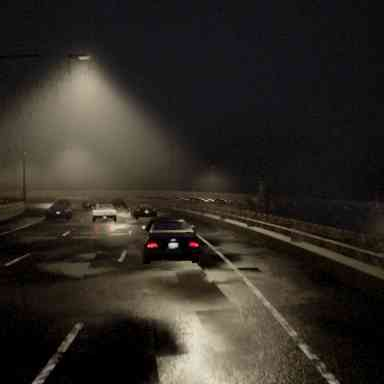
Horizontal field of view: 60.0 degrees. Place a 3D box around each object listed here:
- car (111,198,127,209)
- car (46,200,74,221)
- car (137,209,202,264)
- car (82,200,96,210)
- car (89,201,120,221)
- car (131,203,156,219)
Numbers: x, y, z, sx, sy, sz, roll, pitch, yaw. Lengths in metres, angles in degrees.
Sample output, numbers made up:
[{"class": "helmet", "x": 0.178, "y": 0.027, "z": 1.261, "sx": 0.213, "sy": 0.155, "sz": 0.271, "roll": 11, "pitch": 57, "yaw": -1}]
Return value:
[{"class": "car", "x": -10.505, "y": 1.664, "z": 46.710, "sx": 1.837, "sy": 1.490, "sz": 4.892, "roll": 0, "pitch": 0, "yaw": -24}, {"class": "car", "x": -11.489, "y": 1.683, "z": 29.101, "sx": 1.994, "sy": 1.385, "sz": 4.181, "roll": 0, "pitch": 0, "yaw": -16}, {"class": "car", "x": -0.826, "y": 1.581, "z": 12.044, "sx": 2.033, "sy": 1.411, "sz": 5.357, "roll": 0, "pitch": 0, "yaw": -7}, {"class": "car", "x": -14.214, "y": 1.774, "z": 46.484, "sx": 1.895, "sy": 1.301, "sz": 4.718, "roll": 0, "pitch": 0, "yaw": -25}, {"class": "car", "x": -7.380, "y": 1.701, "z": 28.053, "sx": 1.895, "sy": 1.301, "sz": 4.718, "roll": 0, "pitch": 0, "yaw": -15}, {"class": "car", "x": -4.379, "y": 1.657, "z": 30.068, "sx": 1.994, "sy": 1.385, "sz": 4.181, "roll": 0, "pitch": 0, "yaw": -16}]
